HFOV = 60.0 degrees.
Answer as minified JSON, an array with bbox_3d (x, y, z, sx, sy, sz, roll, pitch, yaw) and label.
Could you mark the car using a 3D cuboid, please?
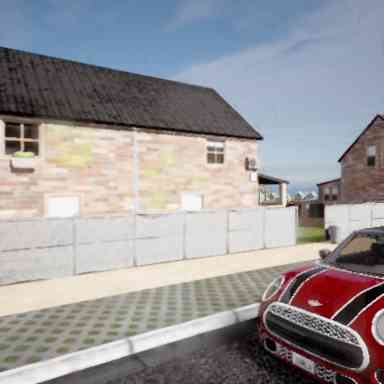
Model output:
[{"bbox_3d":[3.144,1.341,5.022,4.553,1.767,2.097,0,0,-33],"label":"car"}]
